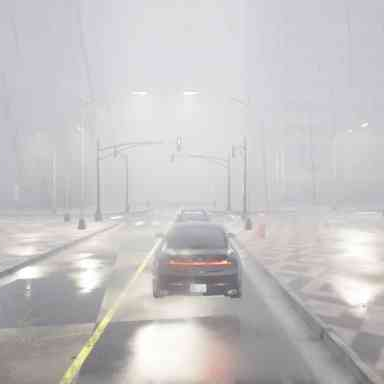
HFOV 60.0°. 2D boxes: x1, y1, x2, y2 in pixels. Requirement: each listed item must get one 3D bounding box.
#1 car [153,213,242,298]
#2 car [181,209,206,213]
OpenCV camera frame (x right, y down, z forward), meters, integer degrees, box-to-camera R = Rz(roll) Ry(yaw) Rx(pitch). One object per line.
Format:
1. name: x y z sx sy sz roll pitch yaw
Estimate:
1. car: 0.104 1.502 8.471 1.837 1.490 4.892 0 0 0
2. car: 0.068 1.557 17.375 1.994 1.385 4.181 0 0 1
